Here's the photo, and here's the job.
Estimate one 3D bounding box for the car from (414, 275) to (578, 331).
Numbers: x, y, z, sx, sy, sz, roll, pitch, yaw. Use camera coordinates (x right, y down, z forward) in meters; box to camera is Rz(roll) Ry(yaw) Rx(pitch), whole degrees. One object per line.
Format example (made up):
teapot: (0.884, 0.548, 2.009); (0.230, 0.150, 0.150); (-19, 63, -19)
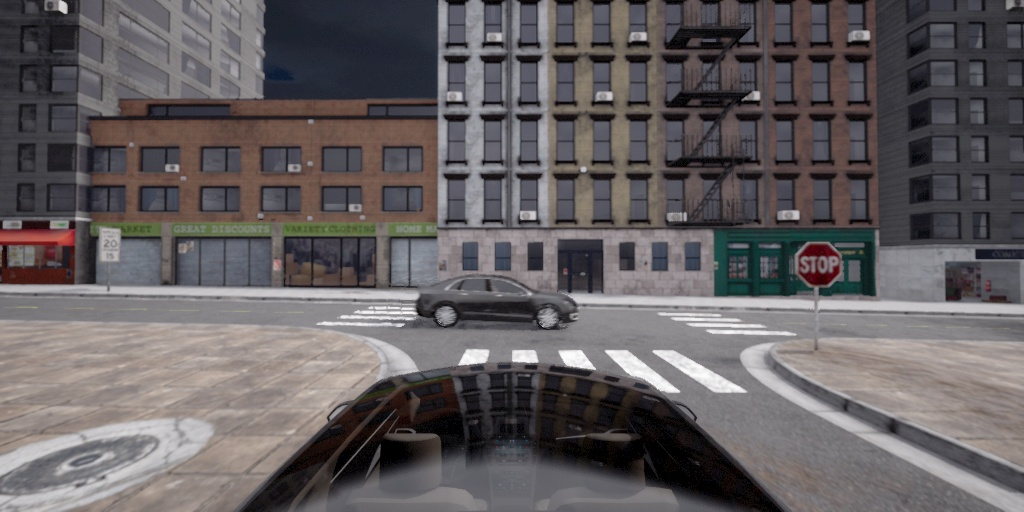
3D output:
car: (-0.456, 1.335, 10.955); (4.892, 1.490, 1.837); (1, -1, 0)
